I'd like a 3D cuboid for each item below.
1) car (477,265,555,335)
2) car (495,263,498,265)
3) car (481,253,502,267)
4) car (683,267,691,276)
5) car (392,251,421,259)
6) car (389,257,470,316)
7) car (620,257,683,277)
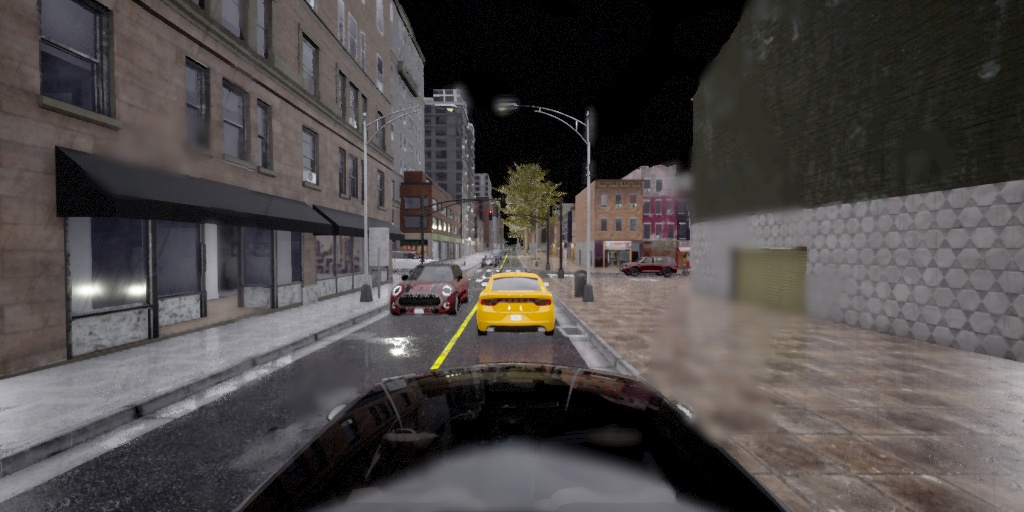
[{"bbox_3d":[0.098,1.206,10.439,1.882,1.535,5.008,0,0,0],"label":"car"},{"bbox_3d":[0.073,1.250,19.881,1.895,1.301,4.718,0,1,0],"label":"car"},{"bbox_3d":[-2.828,0.613,45.997,2.128,1.511,4.902,0,2,1],"label":"car"},{"bbox_3d":[18.113,1.296,33.418,4.207,1.307,1.802,0,0,0],"label":"car"},{"bbox_3d":[-8.981,0.580,31.013,5.566,2.045,2.150,1,1,-4],"label":"car"},{"bbox_3d":[-2.809,1.064,13.122,2.097,1.767,4.553,0,0,0],"label":"car"},{"bbox_3d":[12.711,0.952,33.411,5.009,1.841,2.192,0,0,0],"label":"car"}]
